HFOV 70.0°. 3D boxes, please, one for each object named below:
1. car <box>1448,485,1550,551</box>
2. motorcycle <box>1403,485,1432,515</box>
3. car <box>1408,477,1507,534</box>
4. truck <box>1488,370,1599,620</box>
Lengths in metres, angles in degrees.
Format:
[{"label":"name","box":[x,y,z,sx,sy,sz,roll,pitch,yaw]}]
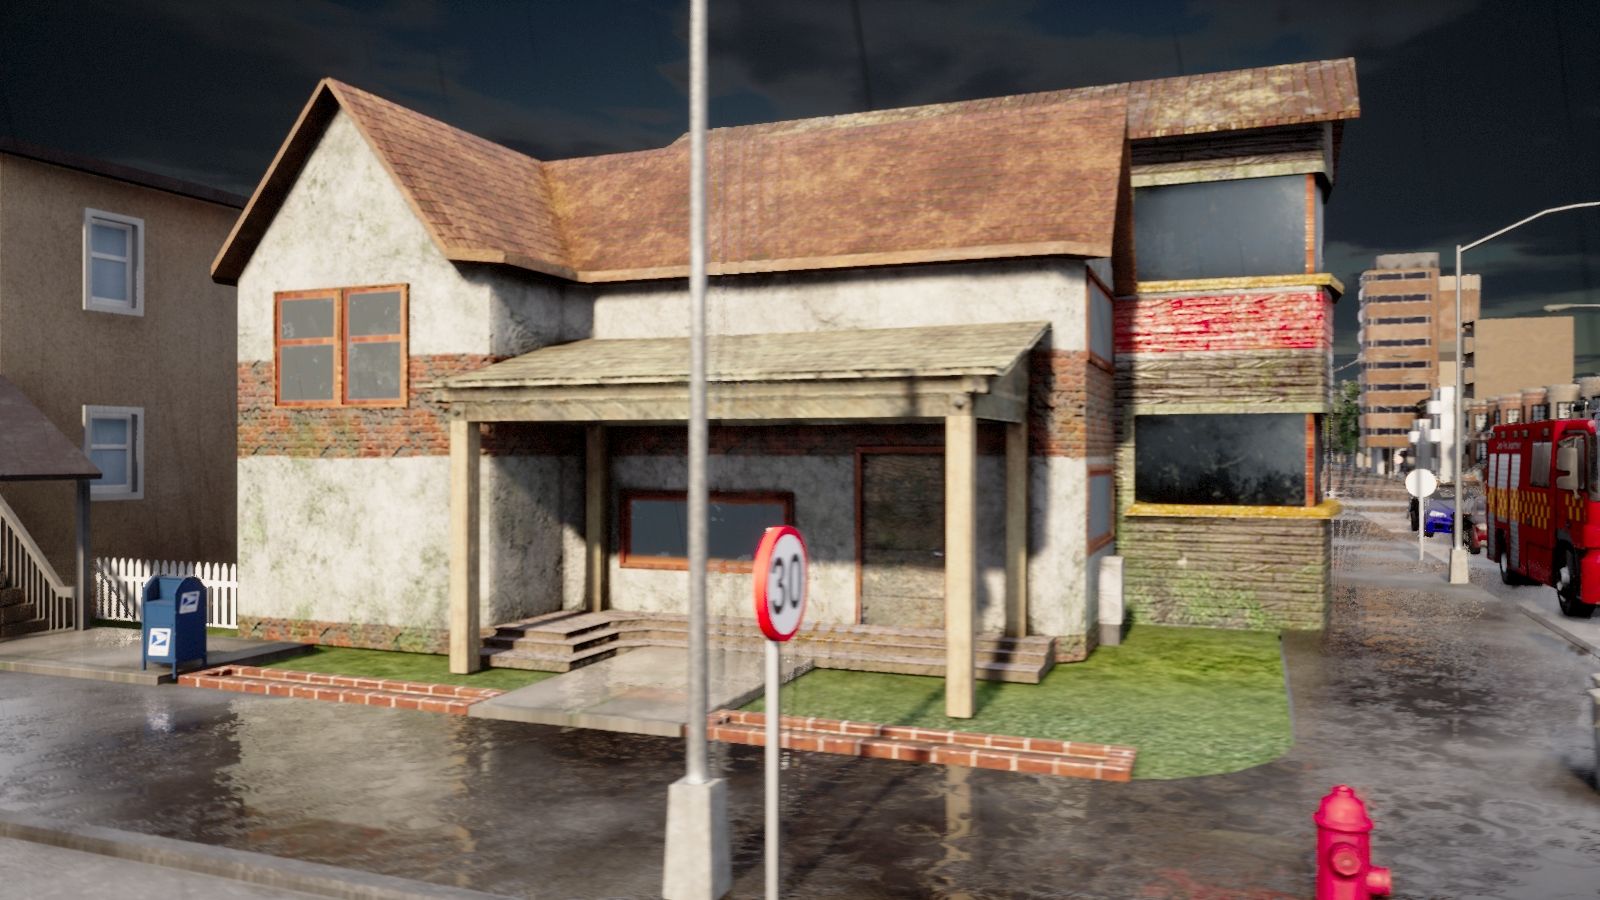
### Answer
[{"label":"car","box":[19.332,1.834,31.742,1.789,1.549,3.705,0,0,21]},{"label":"motorcycle","box":[25.266,2.043,46.788,0.803,1.145,2.033,0,0,22]},{"label":"car","box":[21.906,1.790,38.262,2.242,1.667,4.611,0,0,21]},{"label":"truck","box":[15.069,0.697,20.890,2.891,3.827,8.468,0,0,22]}]
